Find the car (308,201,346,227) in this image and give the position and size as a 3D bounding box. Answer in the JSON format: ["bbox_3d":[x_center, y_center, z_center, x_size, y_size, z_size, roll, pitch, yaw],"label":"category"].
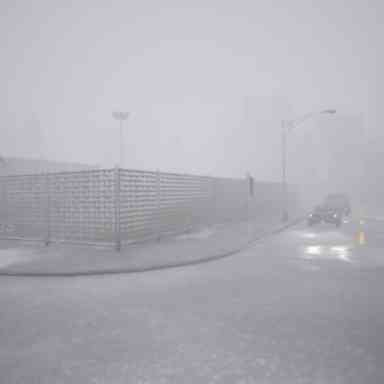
[{"bbox_3d":[9.002,1.523,22.331,1.895,1.301,4.718,-1,0,27],"label":"car"}]

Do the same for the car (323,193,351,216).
[{"bbox_3d":[13.886,1.092,31.783,2.150,2.045,5.566,-1,0,29],"label":"car"}]
